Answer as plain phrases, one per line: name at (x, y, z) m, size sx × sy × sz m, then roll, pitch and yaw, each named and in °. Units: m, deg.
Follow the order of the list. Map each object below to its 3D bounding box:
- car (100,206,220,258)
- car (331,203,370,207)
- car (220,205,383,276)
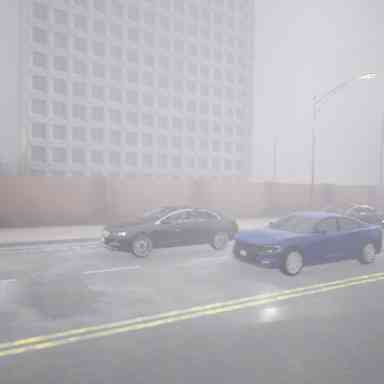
car at (-0.638, 1.245, 11.600) m, size 4.902 × 1.511 × 2.128 m, roll 0°, pitch 1°, yaw -29°
car at (7.315, 1.313, 16.063) m, size 4.902 × 1.511 × 2.128 m, roll 0°, pitch 1°, yaw -31°
car at (3.526, 1.344, 9.921) m, size 5.008 × 1.535 × 1.882 m, roll 0°, pitch 1°, yaw -29°
